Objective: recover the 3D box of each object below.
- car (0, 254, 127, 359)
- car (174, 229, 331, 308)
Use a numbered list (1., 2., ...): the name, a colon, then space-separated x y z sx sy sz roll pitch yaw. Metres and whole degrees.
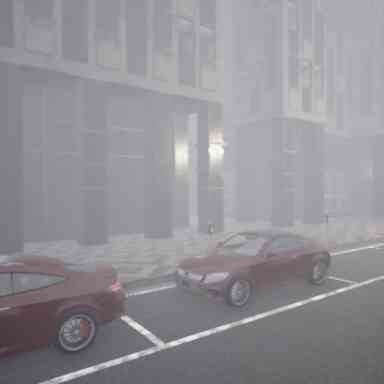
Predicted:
1. car: -2.977 1.582 4.527 4.206 1.307 1.802 0 0 -35
2. car: 1.584 1.558 7.779 4.206 1.307 1.802 0 0 -35
